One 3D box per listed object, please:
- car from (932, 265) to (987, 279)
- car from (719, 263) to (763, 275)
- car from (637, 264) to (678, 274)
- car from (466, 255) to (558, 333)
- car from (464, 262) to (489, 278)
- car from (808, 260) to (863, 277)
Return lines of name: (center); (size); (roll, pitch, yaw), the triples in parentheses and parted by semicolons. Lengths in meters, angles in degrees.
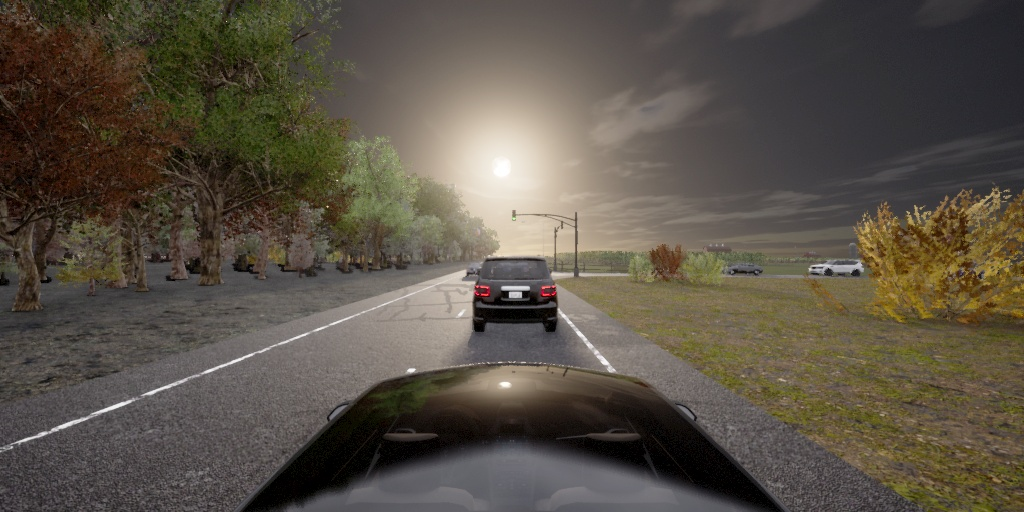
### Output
car: (50.303, 1.777, 40.412); (5.008, 1.535, 1.882); (1, -1, 1)
car: (28.144, 1.609, 44.102); (4.902, 1.511, 2.128); (1, -1, 0)
car: (17.873, 1.606, 44.147); (4.718, 1.301, 1.895); (1, -1, 1)
car: (0.081, 0.976, 10.917); (2.150, 2.045, 5.566); (0, 0, 0)
car: (-3.465, 1.305, 35.853); (2.033, 1.411, 5.357); (0, 0, 0)
car: (39.748, 1.467, 44.066); (5.566, 2.045, 2.150); (1, -1, 0)
